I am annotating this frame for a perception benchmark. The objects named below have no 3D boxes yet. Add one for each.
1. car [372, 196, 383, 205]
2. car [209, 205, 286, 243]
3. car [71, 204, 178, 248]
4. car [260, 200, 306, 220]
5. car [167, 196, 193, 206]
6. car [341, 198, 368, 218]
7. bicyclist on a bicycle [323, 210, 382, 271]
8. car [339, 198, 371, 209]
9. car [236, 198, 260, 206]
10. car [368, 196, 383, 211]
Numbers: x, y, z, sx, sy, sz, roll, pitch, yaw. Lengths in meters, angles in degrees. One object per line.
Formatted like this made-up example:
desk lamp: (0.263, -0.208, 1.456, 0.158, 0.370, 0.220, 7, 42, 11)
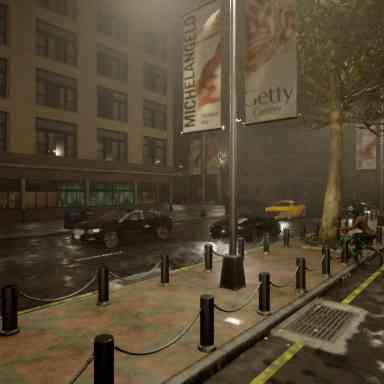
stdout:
car: (33.644, 1.477, 59.164, 1.882, 1.535, 5.008, 0, 0, 40)
car: (2.641, 1.563, 16.174, 1.994, 1.385, 4.181, 0, 0, 39)
car: (-2.933, 1.492, 14.897, 2.128, 1.511, 4.902, 0, 0, 40)
car: (7.981, 1.478, 28.158, 1.882, 1.535, 5.008, 0, 0, 40)
car: (-1.995, 1.505, 56.186, 4.892, 1.490, 1.837, 0, 0, 38)
car: (13.865, 1.351, 29.794, 2.097, 1.767, 4.553, 0, 0, 39)
bicyclist on a bicycle: (4.775, 1.367, 9.735, 1.656, 1.620, 0.582, 17, 11, 39)
car: (23.459, 1.547, 47.763, 5.357, 1.411, 2.033, 0, 0, -40)
car: (7.868, 1.548, 48.265, 5.357, 1.411, 2.033, 0, 0, 35)
car: (22.713, 1.505, 40.526, 1.837, 1.490, 4.892, 0, 0, 40)
